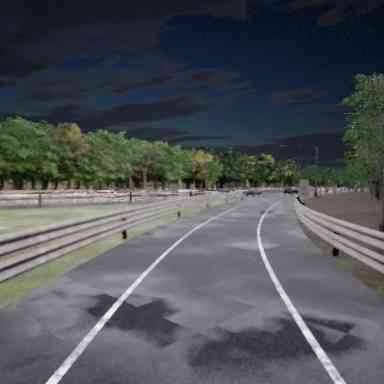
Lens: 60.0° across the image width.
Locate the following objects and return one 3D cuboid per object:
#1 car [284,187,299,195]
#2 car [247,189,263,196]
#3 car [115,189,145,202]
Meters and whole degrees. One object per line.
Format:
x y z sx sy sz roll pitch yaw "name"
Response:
25.965 -0.402 87.021 2.150 2.045 5.566 2 2 38 "car"
13.761 0.126 72.092 1.837 1.490 4.892 2 2 40 "car"
-8.439 0.386 46.627 2.097 1.767 4.553 2 2 42 "car"
